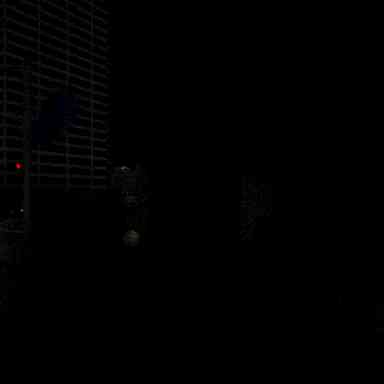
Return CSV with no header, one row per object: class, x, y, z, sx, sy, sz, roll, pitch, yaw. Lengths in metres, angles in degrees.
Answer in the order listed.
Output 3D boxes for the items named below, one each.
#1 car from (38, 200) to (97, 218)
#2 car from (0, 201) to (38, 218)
car,-11.149,1.478,30.782,1.882,1.535,5.008,0,0,35
car,-15.521,1.547,30.663,2.033,1.411,5.357,0,0,35
